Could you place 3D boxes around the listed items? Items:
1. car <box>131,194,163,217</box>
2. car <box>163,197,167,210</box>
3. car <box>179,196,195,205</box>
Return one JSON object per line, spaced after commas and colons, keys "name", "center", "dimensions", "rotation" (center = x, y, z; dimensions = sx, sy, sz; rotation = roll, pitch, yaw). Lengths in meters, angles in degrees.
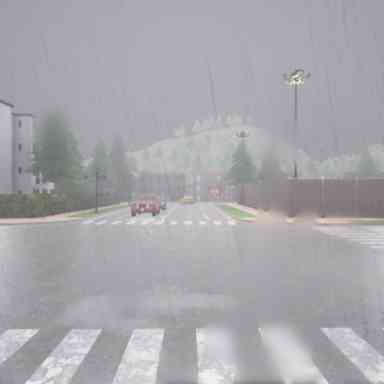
{"name": "car", "center": [-4.304, 1.192, 31.588], "dimensions": [2.150, 2.045, 5.566], "rotation": [0, 0, 0]}
{"name": "car", "center": [-4.316, 1.319, 41.651], "dimensions": [2.097, 1.767, 4.553], "rotation": [0, 0, 0]}
{"name": "car", "center": [-0.890, 1.435, 58.233], "dimensions": [1.882, 1.535, 5.008], "rotation": [0, 0, -15]}
